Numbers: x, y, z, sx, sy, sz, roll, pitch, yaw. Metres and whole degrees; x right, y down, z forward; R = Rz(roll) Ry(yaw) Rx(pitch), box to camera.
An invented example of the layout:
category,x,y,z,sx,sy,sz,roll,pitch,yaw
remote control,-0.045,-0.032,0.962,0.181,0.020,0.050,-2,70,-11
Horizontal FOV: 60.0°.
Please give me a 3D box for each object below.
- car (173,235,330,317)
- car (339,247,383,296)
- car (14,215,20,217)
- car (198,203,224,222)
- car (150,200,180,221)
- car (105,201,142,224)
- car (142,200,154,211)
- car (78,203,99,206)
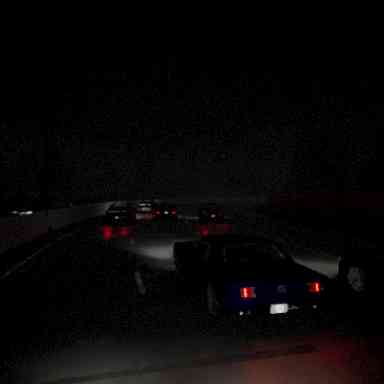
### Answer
category,x,y,z,sx,sy,sz,roll,pitch,yaw
car,0.875,1.640,7.634,1.895,1.301,4.718,0,0,-15
car,4.909,1.558,6.191,1.837,1.490,4.892,0,0,-16
car,-16.153,1.605,27.760,1.994,1.385,4.181,0,0,-1
car,1.507,1.656,27.629,1.812,1.442,4.674,0,0,-2
car,-2.060,1.661,28.072,2.033,1.411,5.357,0,0,-2
car,-5.365,1.577,25.495,2.128,1.511,4.902,0,0,-4
car,-5.126,1.640,39.439,2.128,1.511,4.902,0,0,5
car,-12.412,1.460,38.827,2.097,1.767,4.553,0,0,5
